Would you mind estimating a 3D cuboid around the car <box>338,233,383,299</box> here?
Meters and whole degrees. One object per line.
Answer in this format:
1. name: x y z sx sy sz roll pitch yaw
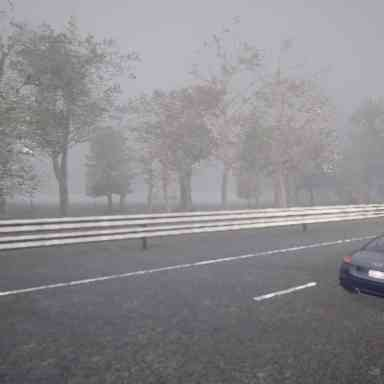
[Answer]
1. car: 5.231 1.570 7.605 4.181 1.385 1.994 0 0 -36
